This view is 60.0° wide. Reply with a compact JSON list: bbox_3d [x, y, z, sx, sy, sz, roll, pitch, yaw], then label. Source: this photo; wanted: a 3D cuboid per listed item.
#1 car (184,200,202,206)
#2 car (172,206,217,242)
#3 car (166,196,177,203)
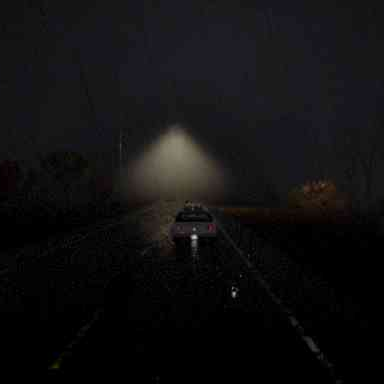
[{"bbox_3d":[0.106,1.503,36.580,1.895,1.301,4.718,0,0,0],"label":"car"},{"bbox_3d":[0.102,1.554,15.953,1.895,1.301,4.718,0,0,0],"label":"car"},{"bbox_3d":[-3.909,1.389,64.396,1.994,1.385,4.181,0,0,-1],"label":"car"}]
